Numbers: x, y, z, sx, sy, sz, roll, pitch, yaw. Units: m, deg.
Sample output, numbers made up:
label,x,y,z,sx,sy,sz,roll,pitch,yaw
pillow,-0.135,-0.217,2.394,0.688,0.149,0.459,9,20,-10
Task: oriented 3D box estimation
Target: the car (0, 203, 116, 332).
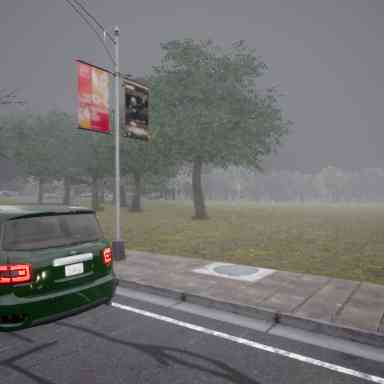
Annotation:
label,x,y,z,sx,sy,sz,roll,pitch,yaw
car,-3.889,1.235,6.415,5.566,2.045,2.150,0,0,36
